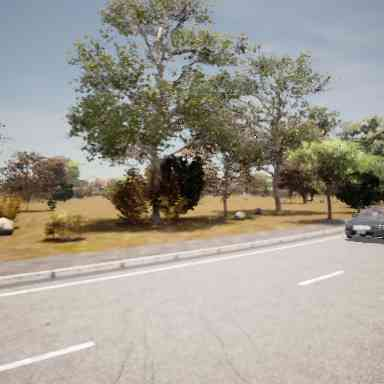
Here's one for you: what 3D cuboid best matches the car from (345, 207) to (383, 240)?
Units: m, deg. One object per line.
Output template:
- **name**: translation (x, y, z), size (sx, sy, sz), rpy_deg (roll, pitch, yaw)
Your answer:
- **car**: translation (9.281, 1.510, 16.381), size (4.902, 1.511, 2.128), rpy_deg (0, 0, -43)
